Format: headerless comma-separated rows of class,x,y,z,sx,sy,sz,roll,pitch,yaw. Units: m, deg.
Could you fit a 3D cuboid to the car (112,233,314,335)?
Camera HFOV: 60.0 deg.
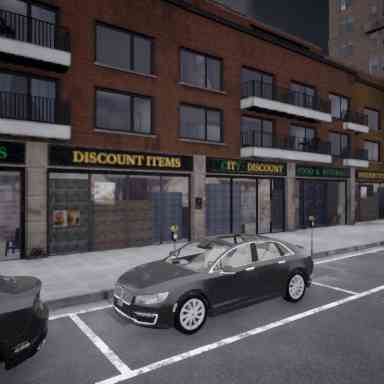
car,0.623,1.550,6.628,4.403,1.369,2.008,0,0,-35

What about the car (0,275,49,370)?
car,-3.873,1.551,3.427,4.403,1.369,2.008,0,0,-35
